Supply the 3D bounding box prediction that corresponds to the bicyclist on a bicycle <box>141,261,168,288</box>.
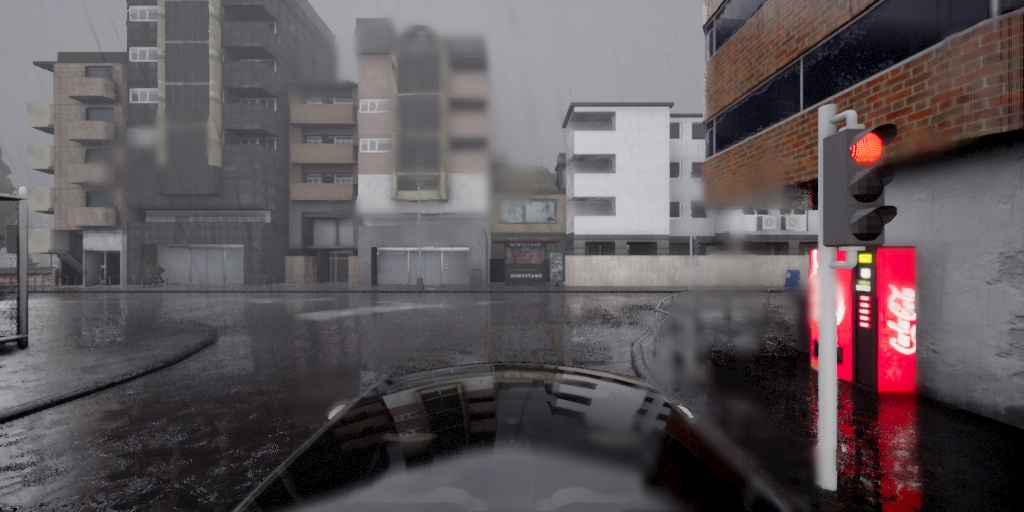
[{"bbox_3d":[-21.605,1.098,21.709,0.582,1.620,1.656,0,0,0],"label":"bicyclist on a bicycle"}]
